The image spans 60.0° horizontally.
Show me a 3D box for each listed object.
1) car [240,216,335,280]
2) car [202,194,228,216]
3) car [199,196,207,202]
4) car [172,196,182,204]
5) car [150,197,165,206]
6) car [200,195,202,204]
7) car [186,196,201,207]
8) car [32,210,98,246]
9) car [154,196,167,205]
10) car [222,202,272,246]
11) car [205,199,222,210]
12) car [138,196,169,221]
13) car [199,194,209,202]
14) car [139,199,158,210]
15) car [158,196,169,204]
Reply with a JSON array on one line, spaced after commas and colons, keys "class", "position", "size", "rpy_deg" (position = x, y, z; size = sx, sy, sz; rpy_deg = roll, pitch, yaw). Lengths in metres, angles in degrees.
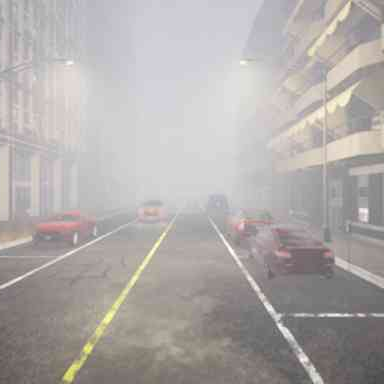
[{"class": "car", "position": [2.698, 1.590, 9.685], "size": [1.802, 1.307, 4.206], "rpy_deg": [0, 0, 0]}, {"class": "car", "position": [2.416, 1.259, 33.020], "size": [2.150, 2.045, 5.566], "rpy_deg": [0, 0, 0]}, {"class": "car", "position": [2.746, 1.688, 83.116], "size": [1.802, 1.307, 4.206], "rpy_deg": [0, 0, 0]}, {"class": "car", "position": [-2.957, 1.572, 67.334], "size": [1.812, 1.442, 4.674], "rpy_deg": [0, 0, 0]}, {"class": "car", "position": [-5.652, 1.611, 54.878], "size": [2.008, 1.369, 4.403], "rpy_deg": [0, 0, 0]}, {"class": "car", "position": [2.728, 1.610, 54.873], "size": [2.008, 1.369, 4.403], "rpy_deg": [0, 0, 0]}, {"class": "car", "position": [0.041, 1.656, 51.966], "size": [1.895, 1.301, 4.718], "rpy_deg": [0, 0, 0]}, {"class": "car", "position": [-5.679, 1.559, 15.339], "size": [1.887, 1.381, 4.507], "rpy_deg": [0, 0, 0]}, {"class": "car", "position": [-5.649, 1.510, 60.528], "size": [1.967, 1.590, 4.097], "rpy_deg": [0, 0, 0]}, {"class": "car", "position": [2.702, 1.453, 15.333], "size": [1.967, 1.590, 4.097], "rpy_deg": [0, 0, 0]}, {"class": "car", "position": [2.721, 1.609, 43.576], "size": [1.947, 1.339, 4.313], "rpy_deg": [0, 0, 0]}, {"class": "car", "position": [-3.079, 1.377, 27.040], "size": [2.097, 1.767, 4.553], "rpy_deg": [0, 0, 0]}, {"class": "car", "position": [2.743, 1.412, 77.468], "size": [2.192, 1.841, 5.009], "rpy_deg": [0, 0, 0]}, {"class": "car", "position": [-5.660, 1.611, 43.581], "size": [1.947, 1.339, 4.313], "rpy_deg": [0, 0, 0]}, {"class": "car", "position": [-5.645, 1.604, 66.005], "size": [1.752, 1.417, 4.829], "rpy_deg": [0, 0, 0]}]
